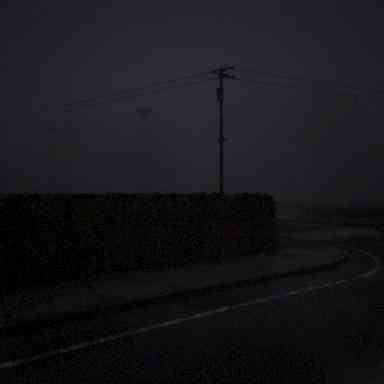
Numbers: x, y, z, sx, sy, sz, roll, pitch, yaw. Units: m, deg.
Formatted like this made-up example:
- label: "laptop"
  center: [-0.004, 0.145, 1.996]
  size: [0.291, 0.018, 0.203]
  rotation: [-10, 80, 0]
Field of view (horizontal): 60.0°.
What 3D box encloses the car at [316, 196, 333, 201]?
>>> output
- label: "car"
  center: [22.029, 1.440, 55.323]
  size: [2.242, 1.667, 4.611]
  rotation: [0, 0, 34]
